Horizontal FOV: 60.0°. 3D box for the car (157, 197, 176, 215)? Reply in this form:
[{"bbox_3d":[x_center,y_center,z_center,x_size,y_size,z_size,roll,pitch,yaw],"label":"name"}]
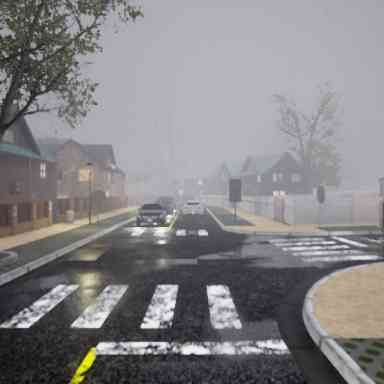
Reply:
[{"bbox_3d":[-2.923,1.540,33.968,1.994,1.385,4.181,0,0,-1],"label":"car"}]

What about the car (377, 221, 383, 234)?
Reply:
[{"bbox_3d":[10.450,1.236,14.200,4.674,1.442,1.812,-1,0,0],"label":"car"}]

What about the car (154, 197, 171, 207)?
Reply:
[{"bbox_3d":[-4.833,1.568,53.989,1.812,1.442,4.674,0,0,-16],"label":"car"}]

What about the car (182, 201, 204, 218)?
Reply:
[{"bbox_3d":[0.077,1.504,30.175,1.812,1.442,4.674,0,0,0],"label":"car"}]

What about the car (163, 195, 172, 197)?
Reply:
[{"bbox_3d":[-3.234,1.328,43.899,2.097,1.767,4.553,0,0,-4],"label":"car"}]

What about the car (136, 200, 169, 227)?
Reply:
[{"bbox_3d":[-2.749,1.510,23.082,1.812,1.442,4.674,0,0,-3],"label":"car"}]
